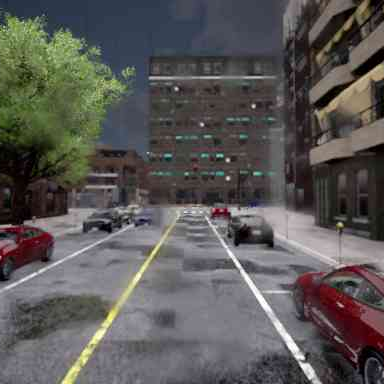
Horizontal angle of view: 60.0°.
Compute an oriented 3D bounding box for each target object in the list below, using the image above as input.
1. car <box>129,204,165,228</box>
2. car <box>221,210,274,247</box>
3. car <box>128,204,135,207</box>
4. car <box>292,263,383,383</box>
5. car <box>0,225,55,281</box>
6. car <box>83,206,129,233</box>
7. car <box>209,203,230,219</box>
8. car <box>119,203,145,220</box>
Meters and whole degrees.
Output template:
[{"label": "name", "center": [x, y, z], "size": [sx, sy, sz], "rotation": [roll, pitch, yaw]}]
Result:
[{"label": "car", "center": [-3.097, 1.837, 25.102], "size": [2.033, 1.411, 5.357], "rotation": [0, -1, 0]}, {"label": "car", "center": [2.702, 1.750, 15.942], "size": [1.947, 1.339, 4.313], "rotation": [1, -1, 0]}, {"label": "car", "center": [-5.645, 1.866, 27.256], "size": [2.008, 1.369, 4.403], "rotation": [1, -1, 0]}, {"label": "car", "center": [2.702, 1.636, 4.569], "size": [1.802, 1.307, 4.206], "rotation": [1, -1, 0]}, {"label": "car", "center": [-5.645, 1.700, 10.196], "size": [1.802, 1.307, 4.206], "rotation": [1, -1, 0]}, {"label": "car", "center": [-5.645, 1.815, 21.569], "size": [1.947, 1.339, 4.313], "rotation": [1, -1, 0]}, {"label": "car", "center": [2.750, 1.822, 32.999], "size": [1.967, 1.590, 4.097], "rotation": [1, -1, 0]}, {"label": "car", "center": [-5.816, 1.904, 32.773], "size": [1.752, 1.417, 4.829], "rotation": [1, -1, 0]}]
